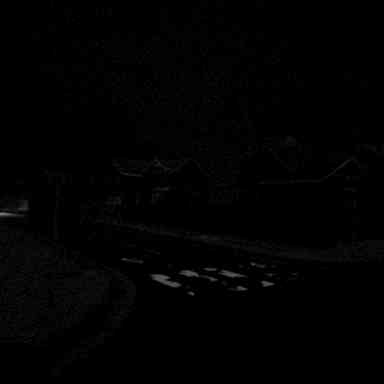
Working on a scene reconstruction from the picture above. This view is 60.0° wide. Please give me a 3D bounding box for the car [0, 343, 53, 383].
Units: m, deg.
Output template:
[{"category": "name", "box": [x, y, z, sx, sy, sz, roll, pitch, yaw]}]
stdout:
[{"category": "car", "box": [-2.935, 1.505, 0.910, 4.892, 1.490, 1.837, 1, -1, -35]}]
